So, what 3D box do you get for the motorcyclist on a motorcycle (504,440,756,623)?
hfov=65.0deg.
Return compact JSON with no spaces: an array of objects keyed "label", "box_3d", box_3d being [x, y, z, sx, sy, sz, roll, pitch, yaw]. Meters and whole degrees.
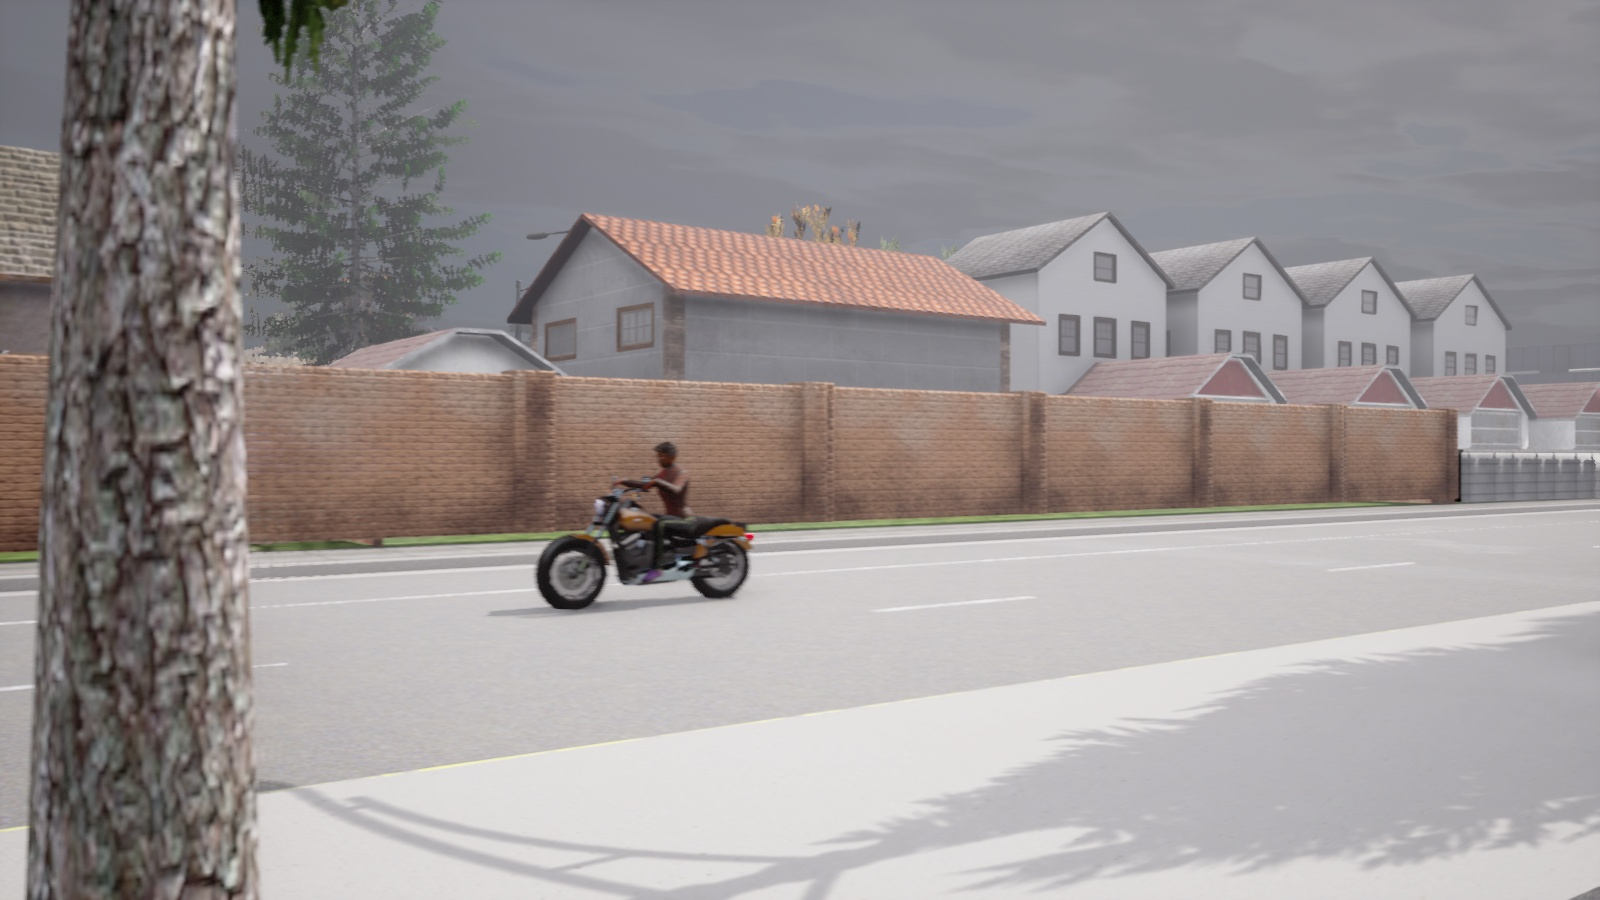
[{"label":"motorcyclist on a motorcycle","box_3d":[-1.626,0.729,12.274,2.350,1.649,0.766,0,0,-35]}]
